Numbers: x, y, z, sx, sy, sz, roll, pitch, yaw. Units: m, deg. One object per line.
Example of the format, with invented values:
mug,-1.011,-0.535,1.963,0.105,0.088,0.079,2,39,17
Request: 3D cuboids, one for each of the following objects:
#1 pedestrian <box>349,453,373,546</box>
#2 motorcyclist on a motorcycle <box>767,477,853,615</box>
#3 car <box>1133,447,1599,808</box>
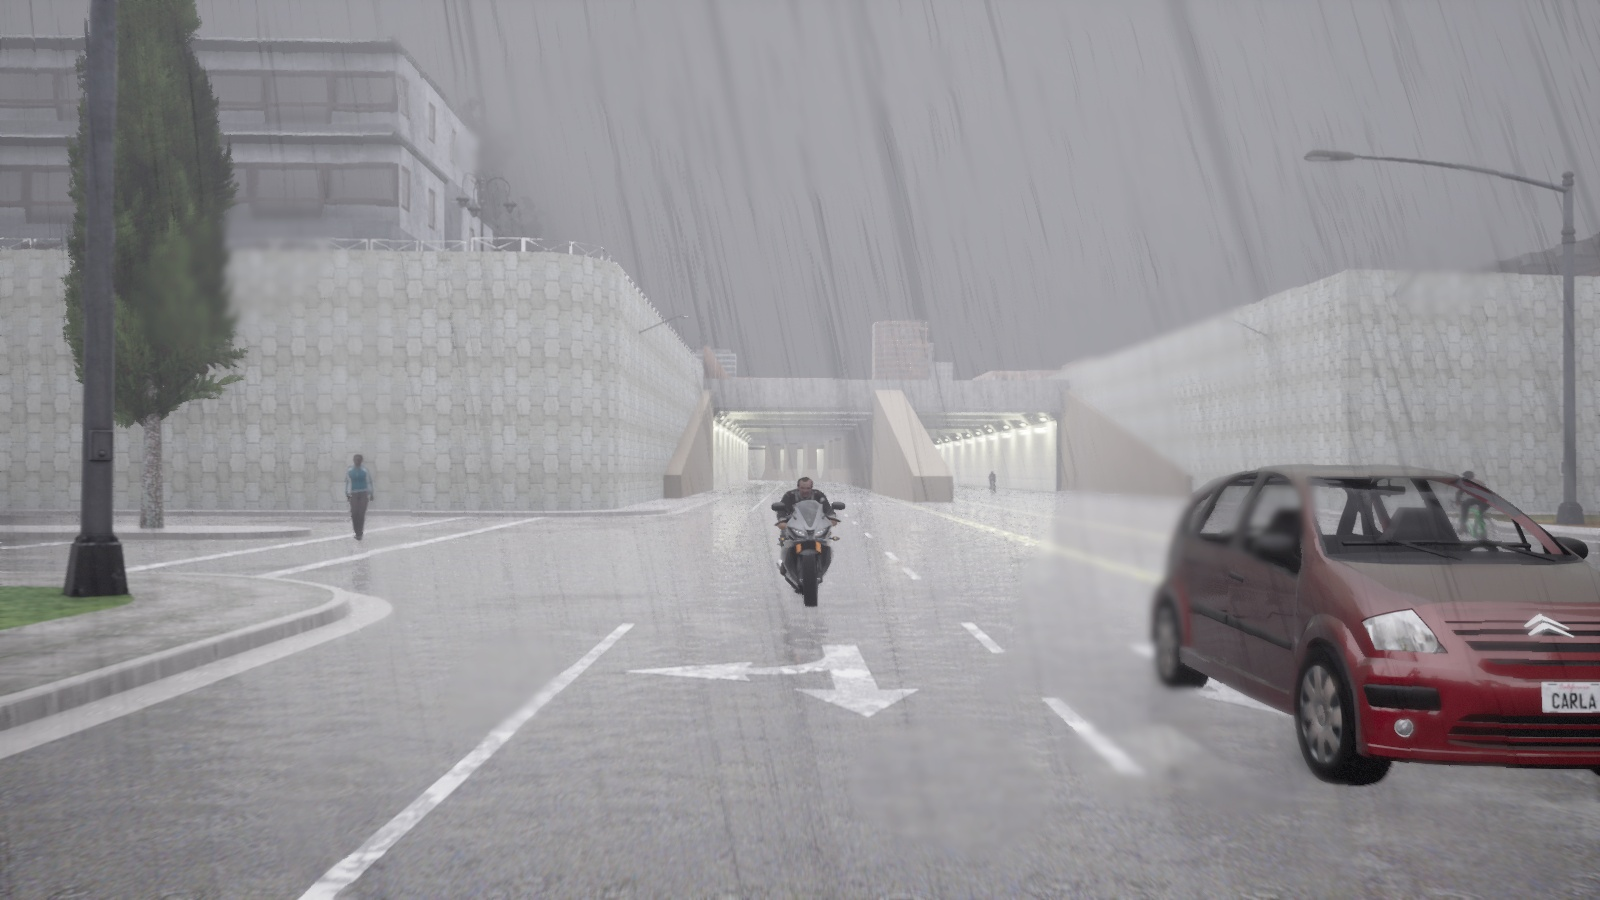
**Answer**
pedestrian,-9.245,1.039,26.439,0.396,1.930,0.692,0,-1,-12
motorcyclist on a motorcycle,0.081,1.105,15.260,0.866,1.530,2.191,-1,-1,-4
car,3.482,0.825,7.633,1.851,1.617,3.988,0,-1,0
